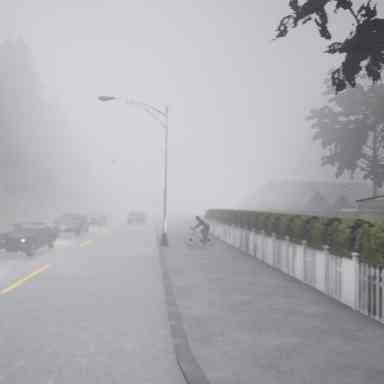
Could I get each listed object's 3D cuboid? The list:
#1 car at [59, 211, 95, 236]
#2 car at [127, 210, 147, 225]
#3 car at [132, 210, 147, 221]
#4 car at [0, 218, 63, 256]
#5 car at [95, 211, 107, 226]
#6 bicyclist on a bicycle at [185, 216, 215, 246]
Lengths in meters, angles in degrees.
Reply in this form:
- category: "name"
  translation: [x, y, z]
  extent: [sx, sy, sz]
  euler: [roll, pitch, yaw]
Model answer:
- category: "car"
  translation: [-8.869, 2.327, 24.536]
  extent: [2.128, 1.511, 4.902]
  euler: [1, -2, -7]
- category: "car"
  translation: [-6.238, 2.920, 37.516]
  extent: [1.837, 1.490, 4.892]
  euler: [1, -2, -7]
- category: "car"
  translation: [-7.495, 3.324, 47.561]
  extent: [1.812, 1.442, 4.674]
  euler: [1, -2, -6]
- category: "car"
  translation: [-7.747, 2.086, 15.372]
  extent: [1.895, 1.301, 4.718]
  euler: [1, -2, -7]
- category: "car"
  translation: [-10.097, 2.700, 34.658]
  extent: [1.882, 1.535, 5.008]
  euler: [1, -2, -7]
- category: "bicyclist on a bicycle"
  translation: [0.432, 2.087, 17.735]
  extent: [1.656, 1.620, 0.582]
  euler: [2, -4, -7]
